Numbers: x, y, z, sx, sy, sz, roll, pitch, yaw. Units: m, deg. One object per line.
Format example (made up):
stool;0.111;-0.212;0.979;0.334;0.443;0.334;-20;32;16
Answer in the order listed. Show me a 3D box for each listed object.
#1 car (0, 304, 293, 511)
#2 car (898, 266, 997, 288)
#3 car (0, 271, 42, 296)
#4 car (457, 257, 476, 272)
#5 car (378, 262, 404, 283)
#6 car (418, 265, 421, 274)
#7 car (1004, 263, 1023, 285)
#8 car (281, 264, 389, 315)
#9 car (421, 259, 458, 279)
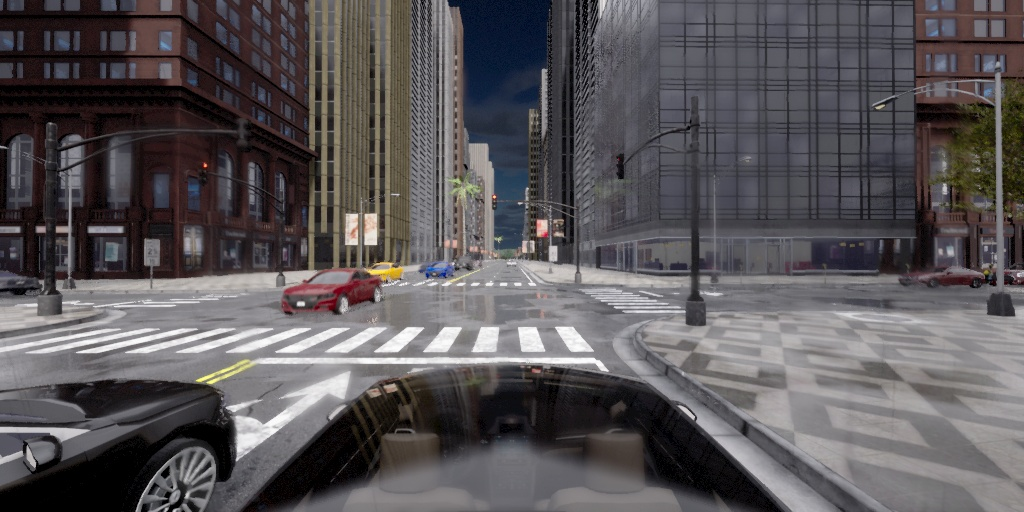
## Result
car;-3.138;1.241;0.952;2.128;1.511;4.902;0;0;-1
car;26.426;1.276;22.052;4.207;1.307;1.802;0;0;-1
car;-27.729;1.429;18.424;5.357;1.411;2.033;0;0;1
car;-6.690;1.088;49.455;2.150;2.045;5.566;0;0;0
car;-9.962;1.276;28.030;1.882;1.535;5.008;0;0;1
car;-9.932;1.393;43.726;2.033;1.411;5.357;0;0;0
car;32.064;1.118;22.151;4.097;1.591;1.967;0;0;-1
car;-6.627;1.231;13.752;1.882;1.535;5.008;0;0;0
car;-6.657;1.292;33.587;1.882;1.535;5.008;0;0;2
